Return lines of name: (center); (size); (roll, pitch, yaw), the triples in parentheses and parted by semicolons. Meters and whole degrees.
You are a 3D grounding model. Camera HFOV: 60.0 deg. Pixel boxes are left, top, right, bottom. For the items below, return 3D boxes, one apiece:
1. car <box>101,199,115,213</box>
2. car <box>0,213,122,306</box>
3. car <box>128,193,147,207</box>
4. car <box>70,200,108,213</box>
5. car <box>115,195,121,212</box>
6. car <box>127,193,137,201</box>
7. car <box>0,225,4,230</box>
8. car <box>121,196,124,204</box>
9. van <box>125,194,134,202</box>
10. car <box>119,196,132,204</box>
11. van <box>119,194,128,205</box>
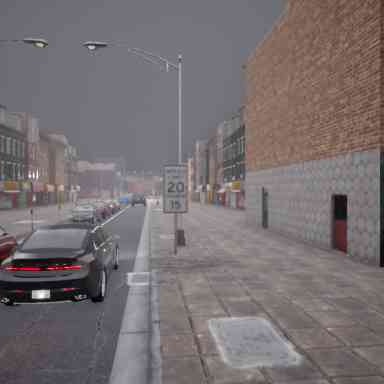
car: (-8.147, 1.523, 28.870); (1.887, 1.381, 4.507); (0, 0, -7)
car: (-2.886, 1.501, 8.096); (1.837, 1.490, 4.892); (0, 0, -7)
car: (-8.211, 1.180, 51.454); (2.150, 2.045, 5.566); (0, 0, -7)
car: (-7.472, 1.534, 23.479); (2.008, 1.369, 4.403); (0, 0, -7)
car: (-8.822, 1.414, 34.262); (1.967, 1.590, 4.097); (0, 0, -7)
car: (-14.894, 1.273, 82.789); (2.192, 1.841, 5.009); (0, 0, -7)
car: (-5.450, 1.442, 7.303); (1.967, 1.590, 4.097); (0, 0, -7)
car: (-9.475, 1.495, 39.486); (1.752, 1.417, 4.829); (0, 0, -7)
van: (-13.544, 1.298, 72.005); (1.690, 1.788, 3.998); (0, 0, -7)
car: (-12.194, 1.525, 61.222); (1.947, 1.339, 4.313); (0, 0, -7)
van: (-11.521, 1.302, 55.830); (1.690, 1.788, 3.998); (0, 0, -7)
